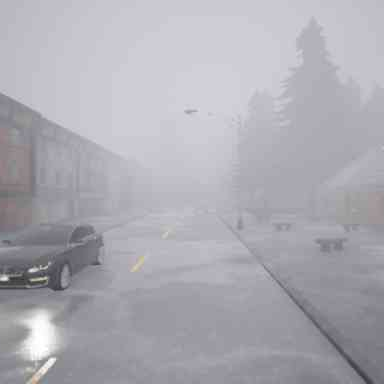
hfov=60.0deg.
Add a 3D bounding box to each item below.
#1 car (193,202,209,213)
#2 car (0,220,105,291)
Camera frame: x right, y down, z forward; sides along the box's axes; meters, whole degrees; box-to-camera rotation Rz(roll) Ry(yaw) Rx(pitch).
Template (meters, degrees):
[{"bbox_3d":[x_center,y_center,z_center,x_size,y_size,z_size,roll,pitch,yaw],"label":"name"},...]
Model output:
[{"bbox_3d":[1.275,2.113,46.509,1.812,1.442,4.674,0,-1,2],"label":"car"},{"bbox_3d":[-3.887,1.623,9.432,1.837,1.490,4.892,0,-1,1],"label":"car"}]
